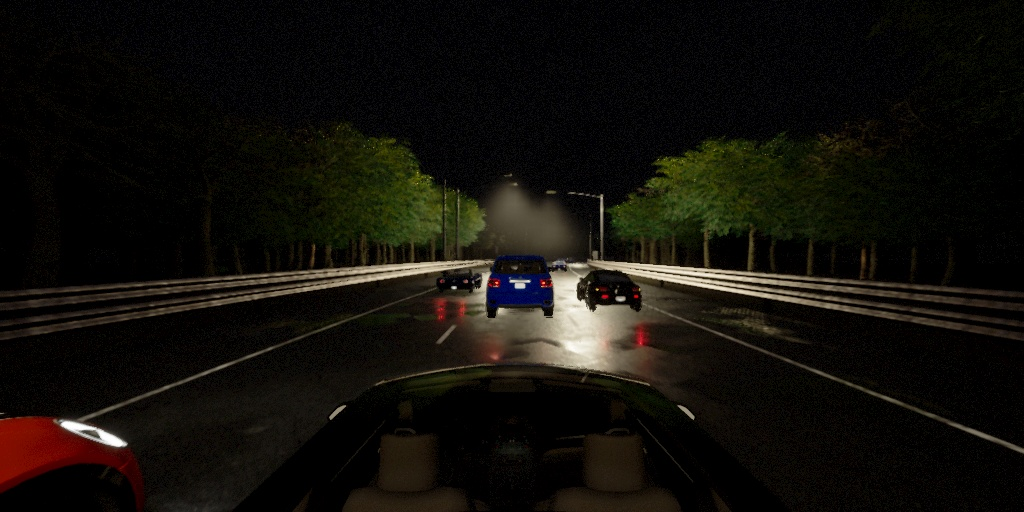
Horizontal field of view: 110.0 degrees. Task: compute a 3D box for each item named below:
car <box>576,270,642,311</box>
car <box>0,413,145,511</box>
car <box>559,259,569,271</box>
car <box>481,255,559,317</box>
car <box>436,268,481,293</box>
[{"bbox_3d":[3.752,1.278,14.376,1.812,1.442,4.674,0,0,2],"label":"car"},{"bbox_3d":[-3.362,1.097,0.333,2.097,1.767,4.553,0,0,0],"label":"car"},{"bbox_3d":[6.257,1.356,47.567,1.895,1.301,4.718,0,0,7],"label":"car"},{"bbox_3d":[0.317,0.974,13.268,2.150,2.045,5.566,0,0,2],"label":"car"},{"bbox_3d":[-2.883,1.351,20.762,1.895,1.301,4.718,0,0,3],"label":"car"}]
